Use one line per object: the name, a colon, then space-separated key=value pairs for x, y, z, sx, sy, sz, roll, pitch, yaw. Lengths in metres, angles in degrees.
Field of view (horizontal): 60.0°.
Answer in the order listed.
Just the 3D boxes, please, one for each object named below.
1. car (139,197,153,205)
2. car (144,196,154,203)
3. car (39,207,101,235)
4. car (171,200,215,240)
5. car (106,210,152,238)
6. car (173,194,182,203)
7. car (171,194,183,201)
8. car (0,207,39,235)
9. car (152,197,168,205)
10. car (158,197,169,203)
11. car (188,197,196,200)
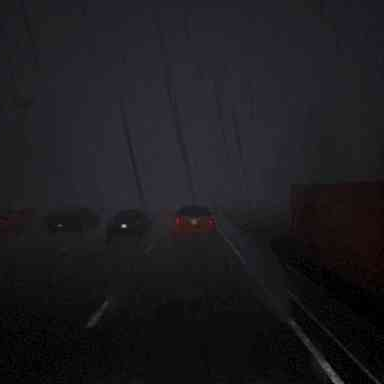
car: x=-10.506 y=2.068 z=73.513 sx=1.994 sy=1.385 sz=4.181 roll=0 pitch=0 yaw=0
car: x=-10.506 y=1.884 z=82.155 sx=1.882 sy=1.535 sz=5.008 roll=0 pitch=0 yaw=0
car: x=-6.902 y=1.618 z=19.858 sx=1.882 sy=1.535 sz=5.008 roll=0 pitch=0 yaw=0
car: x=0.098 y=1.480 z=18.012 sx=2.097 sy=1.767 sz=4.553 roll=0 pitch=0 yaw=0
car: x=-3.401 y=1.696 z=18.629 sx=1.994 sy=1.385 sz=4.181 roll=0 pitch=0 yaw=0
car: x=-3.506 y=1.632 z=82.196 sx=2.150 sy=2.045 sz=5.566 roll=0 pitch=0 yaw=0
car: x=-3.506 y=1.855 z=72.508 sx=2.097 sy=1.767 sz=4.553 roll=0 pitch=0 yaw=0
car: x=-10.402 y=1.618 z=19.853 sx=1.882 sy=1.535 sz=5.008 roll=0 pitch=0 yaw=0
car: x=-7.006 y=2.110 z=73.226 sx=1.895 sy=1.301 sz=4.718 roll=0 pitch=0 yaw=0
car: x=-7.006 y=1.931 z=82.152 sx=2.128 sy=1.511 sz=4.902 roll=0 pitch=0 yaw=0
car: x=-0.006 y=2.067 z=73.450 sx=1.994 sy=1.385 sz=4.181 roll=0 pitch=0 yaw=0
